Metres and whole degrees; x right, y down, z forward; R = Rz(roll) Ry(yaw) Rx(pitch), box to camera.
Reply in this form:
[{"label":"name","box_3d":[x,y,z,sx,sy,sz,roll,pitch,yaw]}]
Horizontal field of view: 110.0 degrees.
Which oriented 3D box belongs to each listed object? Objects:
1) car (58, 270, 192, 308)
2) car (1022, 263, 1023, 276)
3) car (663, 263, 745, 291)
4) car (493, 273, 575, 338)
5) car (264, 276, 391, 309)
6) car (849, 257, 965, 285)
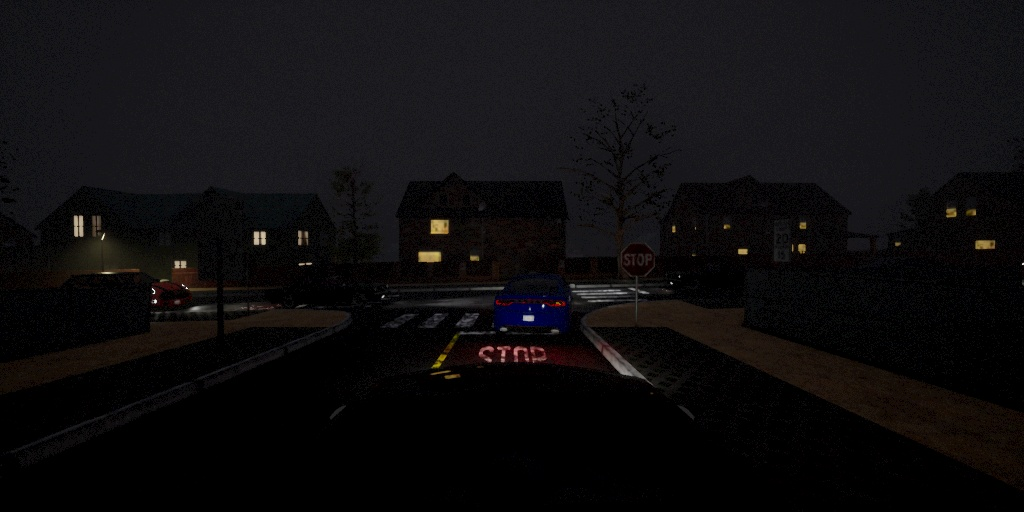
[{"label":"car","box_3d":[-16.798,1.472,15.572,4.553,1.767,2.097,-1,1,0]},{"label":"car","box_3d":[29.567,0.335,18.532,4.553,1.767,2.097,-1,1,0]},{"label":"car","box_3d":[10.412,1.034,18.505,4.718,1.301,1.895,-1,1,-1]},{"label":"car","box_3d":[0.787,1.227,10.371,1.882,1.535,5.008,0,0,10]},{"label":"car","box_3d":[-7.810,1.506,15.579,4.718,1.301,1.895,-1,1,0]},{"label":"car","box_3d":[20.057,0.753,18.541,5.357,1.411,2.033,-1,1,0]}]
